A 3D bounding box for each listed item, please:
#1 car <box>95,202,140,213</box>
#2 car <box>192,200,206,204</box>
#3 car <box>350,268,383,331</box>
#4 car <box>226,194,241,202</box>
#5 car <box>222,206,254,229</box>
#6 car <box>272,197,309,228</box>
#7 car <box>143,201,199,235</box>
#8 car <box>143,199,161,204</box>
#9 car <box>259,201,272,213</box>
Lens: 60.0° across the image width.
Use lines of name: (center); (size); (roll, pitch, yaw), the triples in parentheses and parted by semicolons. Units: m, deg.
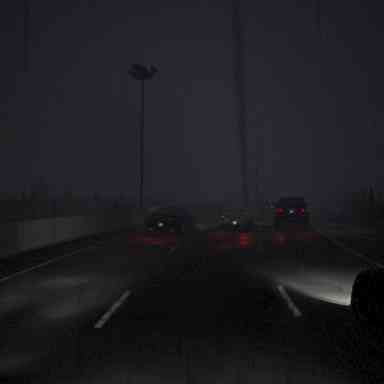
car: (-6.372, 1.602, 28.109); (2.128, 1.511, 4.902); (0, 0, 16)
car: (0.789, 1.960, 57.124); (1.895, 1.301, 4.718); (0, -1, 22)
car: (3.857, 1.599, 4.456); (1.994, 1.385, 4.181); (0, 0, 2)
car: (8.491, 1.322, 67.104); (2.150, 2.045, 5.566); (0, -1, 21)
car: (3.141, 1.638, 22.383); (1.812, 1.442, 4.674); (0, 0, 14)
car: (7.041, 1.356, 23.638); (2.150, 2.045, 5.566); (0, 0, 16)
car: (-1.117, 1.559, 19.732); (1.882, 1.535, 5.008); (0, 0, 12)
car: (-6.198, 1.739, 49.044); (1.882, 1.535, 5.008); (0, -1, 22)
car: (9.452, 1.807, 40.535); (2.033, 1.411, 5.357); (0, 0, 21)
